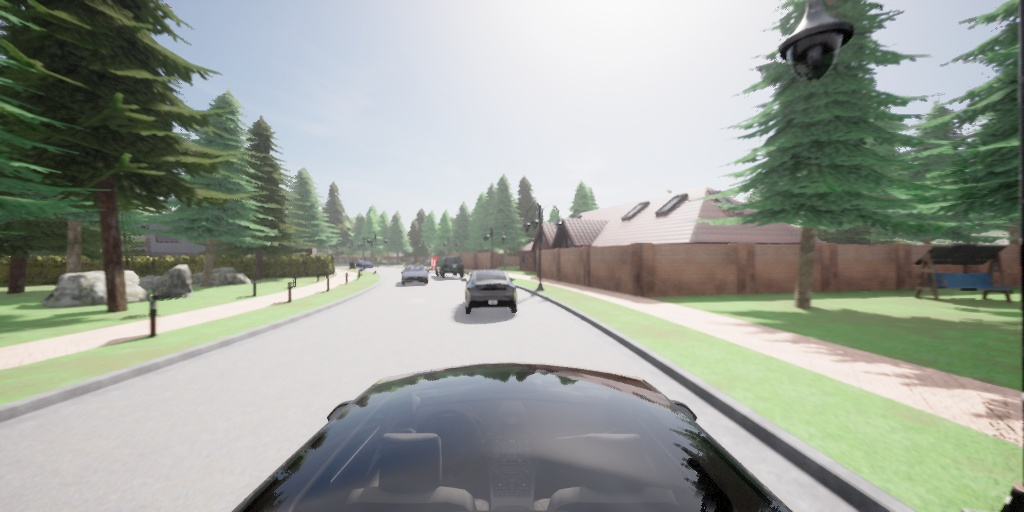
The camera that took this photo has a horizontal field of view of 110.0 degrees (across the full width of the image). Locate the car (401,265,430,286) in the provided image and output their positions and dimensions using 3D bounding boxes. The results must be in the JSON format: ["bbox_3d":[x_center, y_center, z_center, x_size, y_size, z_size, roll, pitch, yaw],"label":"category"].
[{"bbox_3d":[-7.170,1.382,26.607,2.033,1.411,5.357,0,0,-15],"label":"car"}]

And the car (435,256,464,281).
[{"bbox_3d":[-6.237,1.070,35.617,2.150,2.045,5.566,0,0,-20],"label":"car"}]

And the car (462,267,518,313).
[{"bbox_3d":[-0.919,1.285,14.179,1.837,1.490,4.892,0,0,-7],"label":"car"}]

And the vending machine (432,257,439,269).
[{"bbox_3d":[-12.032,1.113,56.136,1.100,2.100,0.880,0,0,-32],"label":"vending machine"}]
